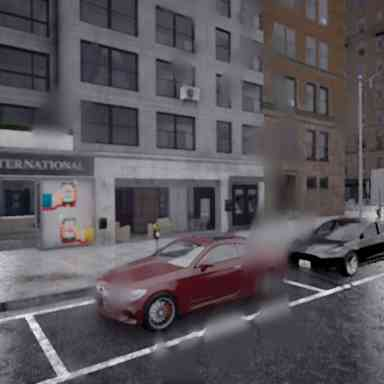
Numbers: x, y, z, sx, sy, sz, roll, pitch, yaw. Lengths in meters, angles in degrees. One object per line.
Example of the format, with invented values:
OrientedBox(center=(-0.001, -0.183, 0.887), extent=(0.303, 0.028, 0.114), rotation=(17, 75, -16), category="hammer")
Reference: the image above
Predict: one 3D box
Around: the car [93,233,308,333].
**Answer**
OrientedBox(center=(0.195, 1.535, 6.668), extent=(4.206, 1.307, 1.802), rotation=(-1, 1, -35), category="car")

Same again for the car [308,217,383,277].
OrientedBox(center=(4.695, 1.453, 9.873), extent=(4.313, 1.339, 1.947), rotation=(-1, 1, -35), category="car")
